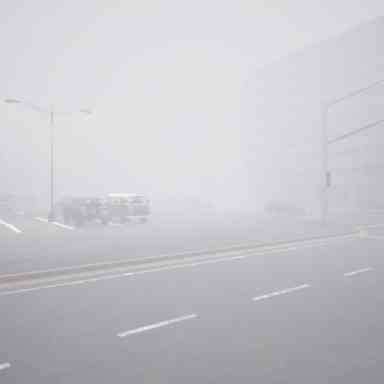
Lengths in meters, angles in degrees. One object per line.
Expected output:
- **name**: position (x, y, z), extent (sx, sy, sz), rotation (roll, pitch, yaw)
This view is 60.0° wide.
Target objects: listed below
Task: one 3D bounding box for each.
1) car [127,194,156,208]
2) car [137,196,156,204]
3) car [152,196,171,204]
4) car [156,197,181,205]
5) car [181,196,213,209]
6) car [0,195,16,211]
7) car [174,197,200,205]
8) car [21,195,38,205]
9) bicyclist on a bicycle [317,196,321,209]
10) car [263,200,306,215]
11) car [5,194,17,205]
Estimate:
- **car**: position (-9.158, 1.331, 60.372), extent (2.150, 2.045, 5.566), rotation (0, 0, -35)
- **car**: position (-9.224, 1.581, 66.502), extent (1.812, 1.442, 4.674), rotation (0, 0, -35)
- **car**: position (-6.372, 1.619, 68.531), extent (1.994, 1.385, 4.181), rotation (0, 0, -35)
- **car**: position (-3.828, 1.547, 59.011), extent (2.128, 1.511, 4.902), rotation (0, 0, -35)
- **car**: position (0.892, 1.408, 46.083), extent (2.097, 1.767, 4.553), rotation (0, 0, -35)
- **car**: position (-21.703, 1.451, 37.968), extent (1.970, 1.475, 3.806), rotation (0, 0, -35)
- **car**: position (-0.972, 1.603, 61.035), extent (2.033, 1.411, 5.357), rotation (0, 0, -35)
- **car**: position (-27.173, 1.209, 55.422), extent (1.932, 1.855, 4.605), rotation (0, 0, -35)
- **bicyclist on a bicycle**: position (16.620, 1.356, 42.913), extent (1.656, 1.620, 0.582), rotation (0, 0, -35)
- **car**: position (9.406, 1.581, 34.141), extent (1.812, 1.442, 4.674), rotation (0, 0, -36)
- **car**: position (-29.569, 1.212, 53.797), extent (1.905, 1.878, 3.866), rotation (0, 0, -35)
